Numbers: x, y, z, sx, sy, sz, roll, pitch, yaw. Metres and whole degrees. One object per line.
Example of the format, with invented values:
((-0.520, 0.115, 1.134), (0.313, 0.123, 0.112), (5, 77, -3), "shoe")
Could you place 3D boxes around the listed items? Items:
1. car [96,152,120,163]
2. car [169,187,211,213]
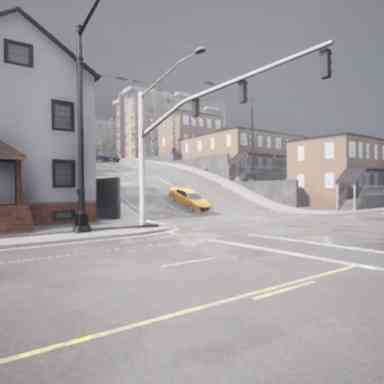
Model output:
((-11.530, -4.720, 45.622), (1.895, 1.301, 4.718), (-1, 9, -35), "car")
((-0.226, 0.583, 30.333), (1.882, 1.535, 5.008), (-1, 17, -37), "car")
